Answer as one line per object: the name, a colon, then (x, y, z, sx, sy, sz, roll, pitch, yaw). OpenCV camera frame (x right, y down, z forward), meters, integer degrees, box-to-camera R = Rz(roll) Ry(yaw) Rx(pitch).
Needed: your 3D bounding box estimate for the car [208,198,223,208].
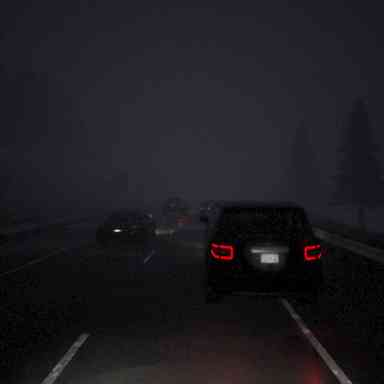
car: (3.364, 1.482, 46.654, 1.895, 1.301, 4.718, 0, 0, 7)

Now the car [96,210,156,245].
car: (-2.892, 1.524, 15.368, 1.994, 1.385, 4.181, 0, 0, 3)

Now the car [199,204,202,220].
car: (1.729, 1.469, 31.069, 2.033, 1.411, 5.357, 0, 0, 6)

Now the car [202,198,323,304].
car: (1.389, 1.204, 8.265, 2.150, 2.045, 5.566, 0, 0, 2)

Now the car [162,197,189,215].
car: (-1.544, 1.269, 32.850, 2.097, 1.767, 4.553, 0, 0, 6)
